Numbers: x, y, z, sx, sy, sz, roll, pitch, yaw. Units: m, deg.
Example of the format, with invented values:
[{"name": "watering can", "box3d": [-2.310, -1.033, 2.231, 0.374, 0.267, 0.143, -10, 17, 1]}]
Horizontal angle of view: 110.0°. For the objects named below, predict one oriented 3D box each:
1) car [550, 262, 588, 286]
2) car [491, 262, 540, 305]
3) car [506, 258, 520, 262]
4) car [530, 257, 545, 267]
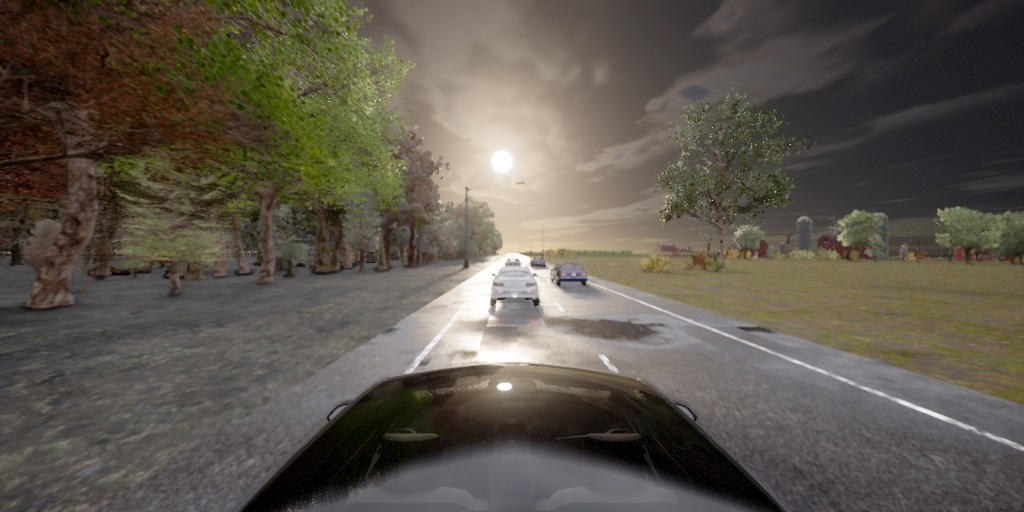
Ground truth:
[{"name": "car", "box3d": [3.578, 1.097, 23.251, 2.033, 1.411, 5.357, 0, 1, 0]}, {"name": "car", "box3d": [0.102, 1.151, 15.039, 1.812, 1.442, 4.674, 0, 1, 0]}, {"name": "car", "box3d": [0.103, 0.926, 40.986, 2.033, 1.411, 5.357, 0, 1, 0]}, {"name": "car", "box3d": [3.604, 0.845, 50.726, 1.994, 1.385, 4.181, 0, 1, 0]}]
